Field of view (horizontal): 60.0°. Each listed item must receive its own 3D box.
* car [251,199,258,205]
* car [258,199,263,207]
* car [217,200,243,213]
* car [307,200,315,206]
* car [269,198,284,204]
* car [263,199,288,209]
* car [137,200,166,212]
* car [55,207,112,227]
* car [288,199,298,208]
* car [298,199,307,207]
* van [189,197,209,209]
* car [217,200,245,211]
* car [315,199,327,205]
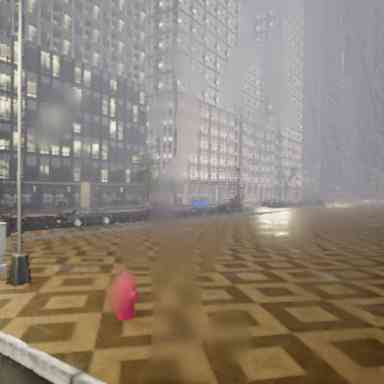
[{"bbox_3d":[14.071,2.175,71.368,1.802,1.307,4.206,0,0,35],"label":"car"},{"bbox_3d":[14.783,2.101,62.329,1.882,1.535,5.008,1,0,35],"label":"car"},{"bbox_3d":[4.827,2.040,43.425,1.947,1.339,4.313,0,0,35],"label":"car"},{"bbox_3d":[24.170,2.347,71.210,1.947,1.339,4.313,0,0,35],"label":"car"},{"bbox_3d":[20.516,2.261,80.628,1.947,1.339,4.313,0,0,35],"label":"car"},{"bbox_3d":[14.499,2.194,57.317,1.947,1.339,4.313,0,0,35],"label":"car"},{"bbox_3d":[-5.267,1.726,43.591,1.967,1.590,4.097,0,0,35],"label":"car"},{"bbox_3d":[-7.962,1.818,24.831,2.008,1.369,4.403,0,0,35],"label":"car"},{"bbox_3d":[17.722,2.261,61.948,1.802,1.307,4.206,0,0,35],"label":"car"},{"bbox_3d":[20.948,2.170,66.579,1.967,1.590,4.097,0,0,35],"label":"car"},{"bbox_3d":[1.180,1.730,52.851,1.690,1.788,3.998,0,0,35],"label":"van"},{"bbox_3d":[5.851,1.960,49.522,1.882,1.535,5.008,1,0,36],"label":"car"},{"bbox_3d":[30.619,2.448,80.471,1.947,1.339,4.313,0,0,35],"label":"car"}]
